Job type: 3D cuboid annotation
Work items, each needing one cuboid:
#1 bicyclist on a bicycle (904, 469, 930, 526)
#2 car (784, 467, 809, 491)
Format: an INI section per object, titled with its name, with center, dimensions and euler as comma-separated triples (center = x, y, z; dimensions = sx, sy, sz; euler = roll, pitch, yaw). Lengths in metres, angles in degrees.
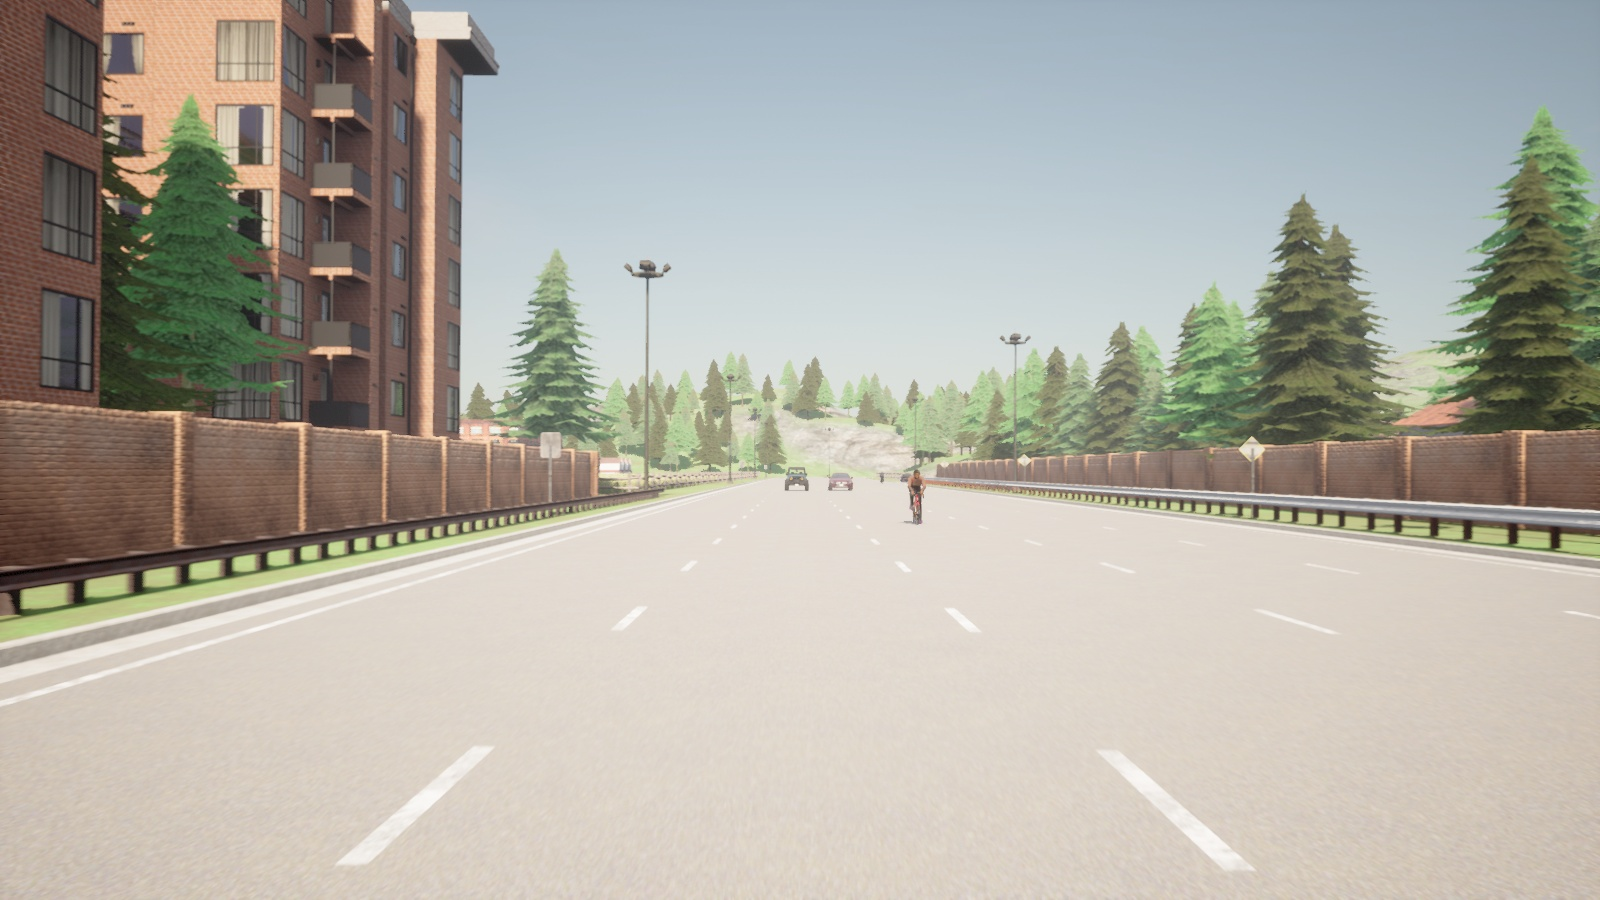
[bicyclist on a bicycle]
center = 3.410, 1.368, 36.719
dimensions = 0.582, 1.620, 1.656
euler = 0, -1, 0
[car]
center = -0.239, 2.252, 98.153
dimensions = 1.905, 1.878, 3.866
euler = 0, -1, 0
